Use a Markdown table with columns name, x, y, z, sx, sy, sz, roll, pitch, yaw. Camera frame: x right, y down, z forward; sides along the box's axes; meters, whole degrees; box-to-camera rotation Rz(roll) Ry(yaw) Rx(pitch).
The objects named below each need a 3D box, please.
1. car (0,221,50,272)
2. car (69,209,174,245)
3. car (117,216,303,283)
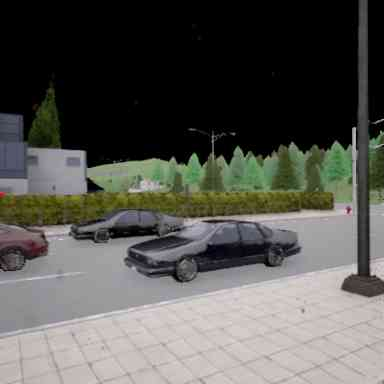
| name | x | y | z | sx | sy | sz | roll | pitch | yaw |
| --- | --- | --- | --- | --- | --- | --- | --- | --- | --- |
| car | -6.536 | 1.528 | 9.326 | 4.674 | 1.442 | 1.812 | 0 | 0 | -31 |
| car | -2.870 | 1.517 | 15.649 | 5.357 | 1.411 | 2.033 | 0 | 0 | -31 |
| car | 0.828 | 1.517 | 9.705 | 5.357 | 1.411 | 2.033 | 0 | 0 | -31 |
